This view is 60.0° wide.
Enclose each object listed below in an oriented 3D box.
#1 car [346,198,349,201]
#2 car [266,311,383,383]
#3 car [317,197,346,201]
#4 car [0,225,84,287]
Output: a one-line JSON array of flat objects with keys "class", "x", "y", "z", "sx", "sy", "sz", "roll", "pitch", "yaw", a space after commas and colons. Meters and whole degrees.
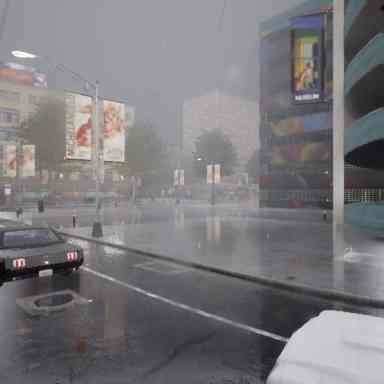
[{"class": "car", "x": 23.629, "y": 1.413, "z": 53.837, "sx": 4.786, "sy": 1.482, "sz": 2.161, "roll": 0, "pitch": 0, "yaw": -42}, {"class": "car", "x": 2.858, "y": 1.601, "z": 2.060, "sx": 4.718, "sy": 1.301, "sz": 1.895, "roll": 0, "pitch": 0, "yaw": 34}, {"class": "car", "x": 17.393, "y": 1.320, "z": 42.573, "sx": 4.674, "sy": 1.452, "sz": 2.002, "roll": 0, "pitch": 0, "yaw": -42}, {"class": "car", "x": -4.935, "y": 1.601, "z": 9.369, "sx": 1.895, "sy": 1.301, "sz": 4.718, "roll": 0, "pitch": 0, "yaw": -44}]
